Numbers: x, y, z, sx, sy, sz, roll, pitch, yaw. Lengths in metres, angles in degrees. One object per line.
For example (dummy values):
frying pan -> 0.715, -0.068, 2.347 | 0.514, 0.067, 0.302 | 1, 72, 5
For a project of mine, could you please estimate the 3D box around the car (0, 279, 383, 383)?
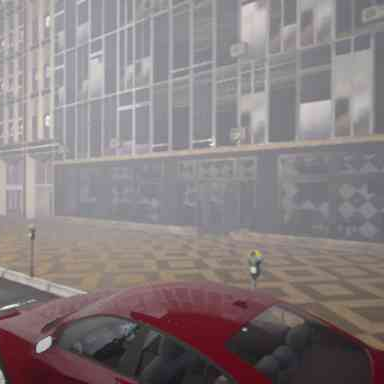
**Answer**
car -> -0.234, 1.530, 3.043 | 4.507, 1.381, 1.887 | 1, 0, 35
